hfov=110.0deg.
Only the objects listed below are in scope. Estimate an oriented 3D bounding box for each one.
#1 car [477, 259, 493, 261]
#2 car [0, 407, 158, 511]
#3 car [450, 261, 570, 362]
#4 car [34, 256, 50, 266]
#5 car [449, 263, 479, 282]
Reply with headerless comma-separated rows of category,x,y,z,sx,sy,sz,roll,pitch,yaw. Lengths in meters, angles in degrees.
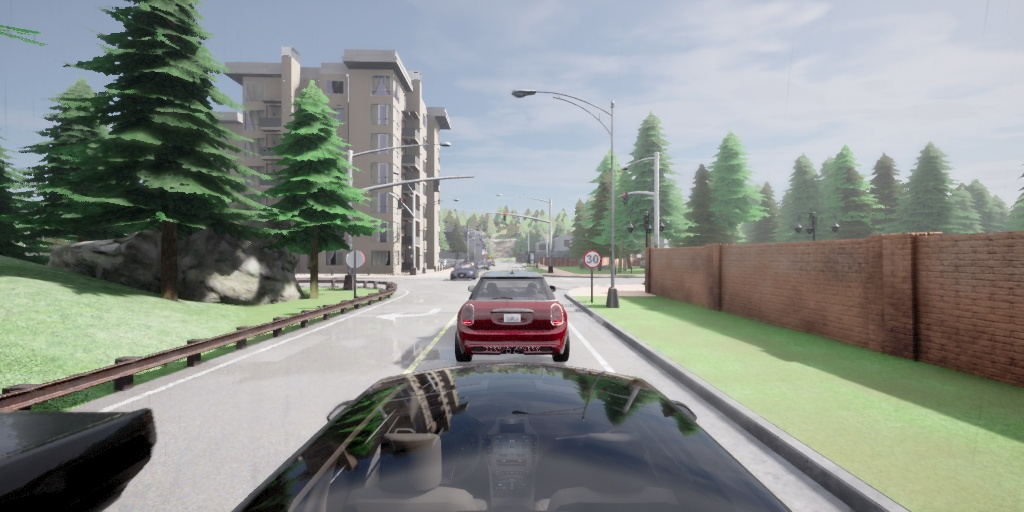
car,-4.006,1.242,48.457,2.128,1.511,4.902,0,0,0
car,-3.587,1.351,0.422,1.895,1.301,4.718,0,0,-1
car,0.004,1.102,8.384,2.097,1.767,4.553,0,0,0
car,-30.933,0.987,24.692,5.566,2.045,2.150,0,0,-1
car,-3.841,1.310,29.356,1.994,1.385,4.181,0,0,0
